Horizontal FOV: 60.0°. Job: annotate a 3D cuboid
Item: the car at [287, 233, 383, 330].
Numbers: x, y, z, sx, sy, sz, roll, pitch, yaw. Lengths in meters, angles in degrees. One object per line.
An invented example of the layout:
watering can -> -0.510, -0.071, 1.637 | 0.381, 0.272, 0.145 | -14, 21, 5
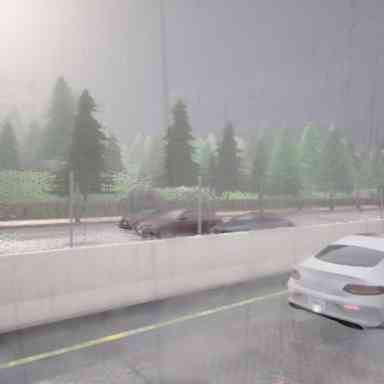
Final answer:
car -> 3.798, 1.541, 6.461 | 4.674, 1.442, 1.812 | 0, 0, -35

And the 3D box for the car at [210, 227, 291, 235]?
car -> 2.737, 1.586, 14.547 | 4.181, 1.385, 1.994 | 0, 0, -36

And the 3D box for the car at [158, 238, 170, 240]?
car -> -0.463, 1.544, 16.564 | 4.674, 1.442, 1.812 | 0, 0, -36
